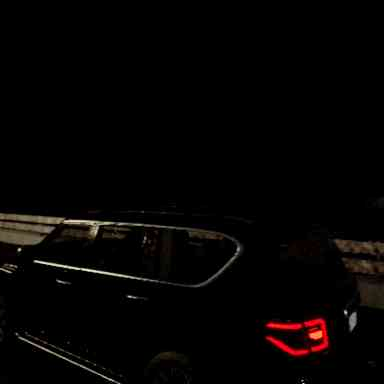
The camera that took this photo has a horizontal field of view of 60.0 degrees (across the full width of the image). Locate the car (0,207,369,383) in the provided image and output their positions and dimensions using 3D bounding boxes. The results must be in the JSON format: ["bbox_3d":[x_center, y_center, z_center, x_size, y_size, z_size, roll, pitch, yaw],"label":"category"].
[{"bbox_3d":[-0.744,1.222,4.523,5.566,2.045,2.150,0,0,35],"label":"car"}]
